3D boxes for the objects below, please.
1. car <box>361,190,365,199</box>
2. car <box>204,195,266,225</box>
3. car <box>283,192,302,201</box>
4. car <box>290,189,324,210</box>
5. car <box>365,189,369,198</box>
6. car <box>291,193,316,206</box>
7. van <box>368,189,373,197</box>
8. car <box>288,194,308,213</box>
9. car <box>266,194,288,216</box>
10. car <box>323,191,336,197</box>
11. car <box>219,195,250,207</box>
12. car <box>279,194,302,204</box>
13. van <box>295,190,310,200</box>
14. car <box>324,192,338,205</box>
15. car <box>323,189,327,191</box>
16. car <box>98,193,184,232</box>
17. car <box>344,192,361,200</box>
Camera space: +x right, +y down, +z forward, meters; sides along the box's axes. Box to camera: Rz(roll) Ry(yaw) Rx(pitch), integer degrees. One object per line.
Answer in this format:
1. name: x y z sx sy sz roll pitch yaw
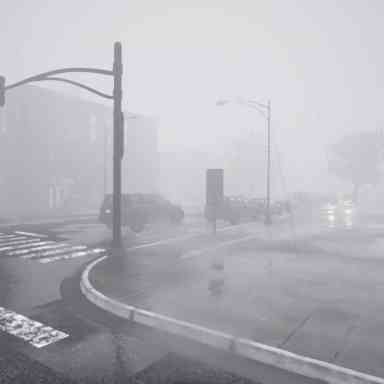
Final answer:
1. car: 31.117 0.750 63.186 1.802 1.307 4.206 1 2 35
2. car: 2.719 1.093 22.169 2.192 1.841 5.009 1 2 35
3. car: 17.813 0.759 58.692 1.752 1.417 4.829 1 2 35
4. car: 12.187 0.892 35.840 2.192 1.841 5.009 1 2 35
5. car: 34.370 0.622 67.881 1.752 1.417 4.829 1 2 35
6. car: 15.040 0.924 44.613 1.882 1.535 5.008 1 1 35
7. van: 40.587 0.301 76.852 1.690 1.788 3.998 1 2 35
8. car: 9.029 1.195 31.289 2.008 1.369 4.403 1 2 35
9. car: 5.874 1.151 26.729 1.967 1.590 4.097 1 2 35
10. car: 33.687 0.436 81.616 2.008 1.369 4.403 2 2 35
11. car: 5.287 1.069 40.606 1.947 1.339 4.313 1 2 35
12. car: 14.818 0.970 49.660 1.895 1.301 4.718 1 1 35
13. van: 21.067 0.504 63.384 1.690 1.788 3.998 1 2 35
14. car: 18.495 1.008 44.959 1.947 1.339 4.313 1 2 35
15. car: 27.378 0.464 72.500 1.967 1.590 4.097 1 2 35
16. car: -2.721 1.044 19.056 2.150 2.045 5.566 1 1 35
17. car: 27.962 0.788 58.628 2.008 1.369 4.403 1 2 35
